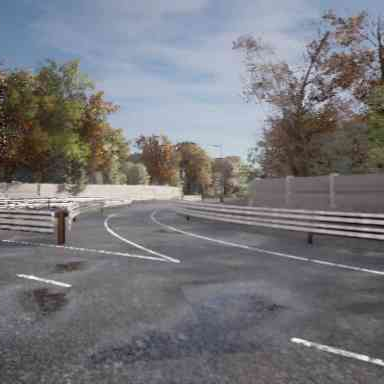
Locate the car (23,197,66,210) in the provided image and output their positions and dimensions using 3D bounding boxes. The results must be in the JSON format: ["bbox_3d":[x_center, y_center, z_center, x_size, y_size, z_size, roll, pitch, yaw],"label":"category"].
[{"bbox_3d":[-17.315,1.326,39.249,4.892,1.490,1.837,0,0,-44],"label":"car"}]
